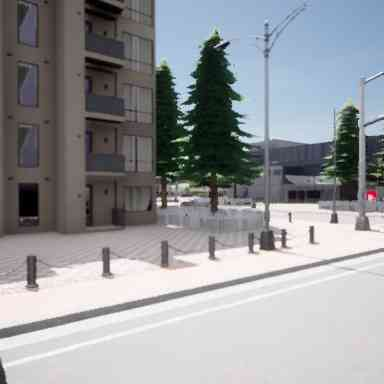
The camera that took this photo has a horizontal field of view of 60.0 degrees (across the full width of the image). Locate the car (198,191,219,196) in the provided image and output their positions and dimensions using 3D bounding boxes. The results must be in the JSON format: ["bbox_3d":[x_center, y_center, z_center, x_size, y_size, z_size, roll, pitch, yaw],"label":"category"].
[{"bbox_3d":[4.466,0.857,92.107,1.932,1.855,4.605,0,0,-37],"label":"car"}]

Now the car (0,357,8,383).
[{"bbox_3d":[-3.587,1.514,1.422,4.892,1.490,1.837,0,0,-35],"label":"car"}]

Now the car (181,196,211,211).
[{"bbox_3d":[0.498,1.480,37.664,1.994,1.385,4.181,0,0,-37],"label":"car"}]

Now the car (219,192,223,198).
[{"bbox_3d":[6.549,0.824,94.174,1.905,1.878,3.866,0,0,-37],"label":"car"}]
